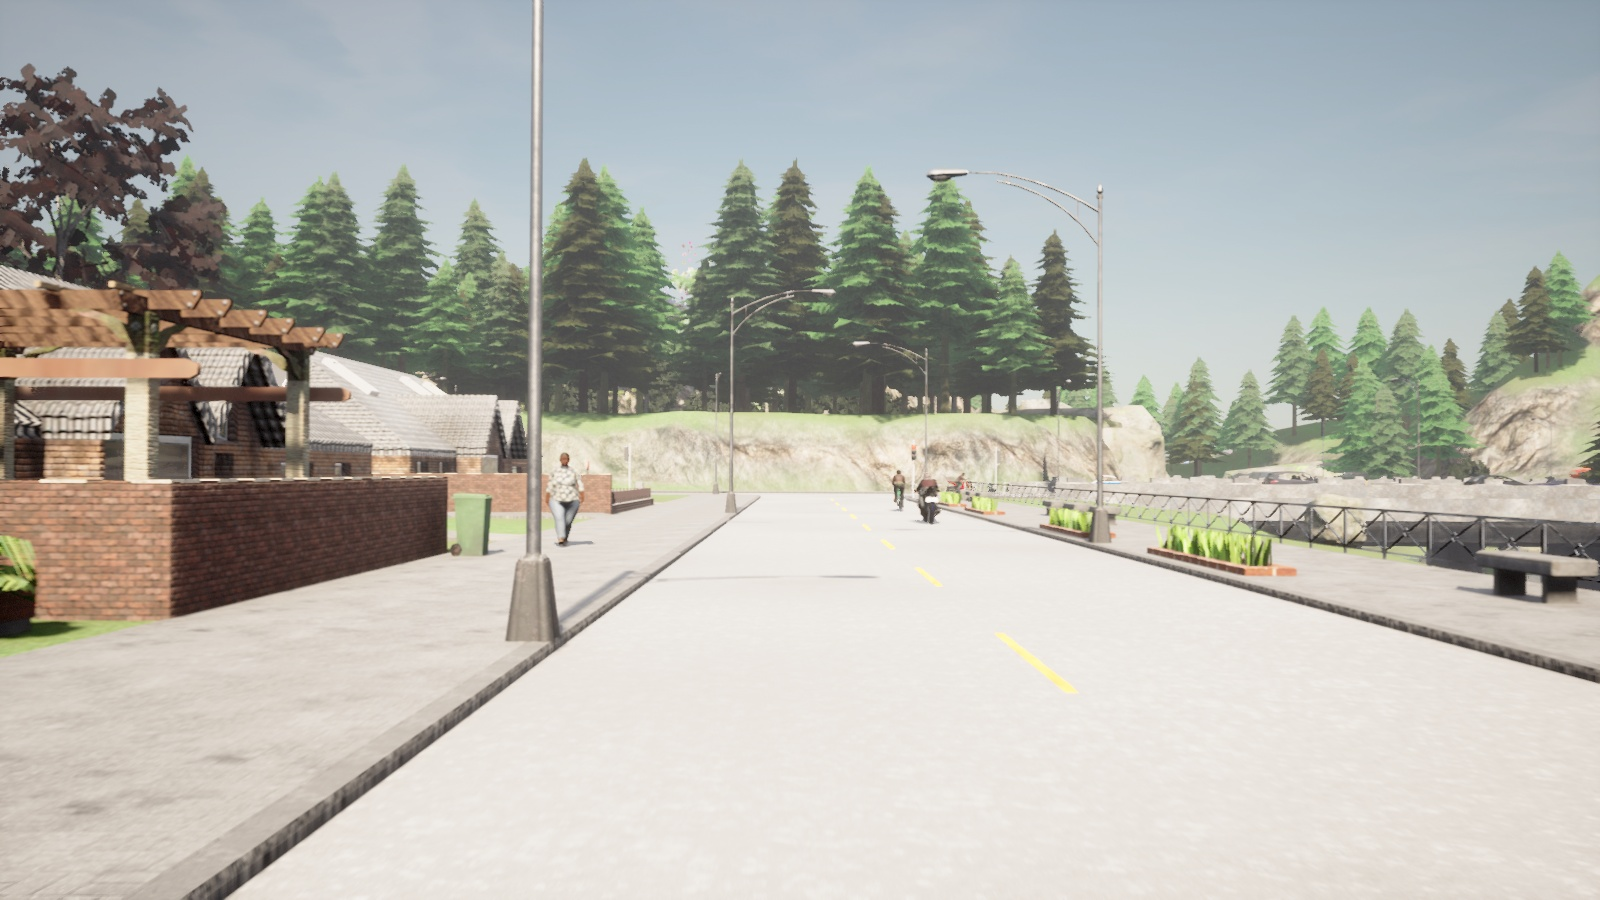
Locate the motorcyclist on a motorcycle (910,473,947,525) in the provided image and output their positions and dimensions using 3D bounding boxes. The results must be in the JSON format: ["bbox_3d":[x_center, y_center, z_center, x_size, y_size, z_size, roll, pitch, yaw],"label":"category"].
[{"bbox_3d":[3.910,1.476,38.358,0.866,1.530,2.191,0,-1,0],"label":"motorcyclist on a motorcycle"}]

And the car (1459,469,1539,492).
[{"bbox_3d":[45.905,2.026,82.536,4.193,1.474,1.816,0,-1,0],"label":"car"}]

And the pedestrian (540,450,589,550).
[{"bbox_3d":[-4.466,0.942,23.874,0.874,1.855,0.900,0,-1,-7],"label":"pedestrian"}]

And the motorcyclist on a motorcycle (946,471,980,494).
[{"bbox_3d":[10.677,2.133,82.349,2.044,1.523,0.797,0,0,-9],"label":"motorcyclist on a motorcycle"}]

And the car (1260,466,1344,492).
[{"bbox_3d":[32.943,1.908,82.509,4.611,1.667,2.242,0,-1,0],"label":"car"}]
